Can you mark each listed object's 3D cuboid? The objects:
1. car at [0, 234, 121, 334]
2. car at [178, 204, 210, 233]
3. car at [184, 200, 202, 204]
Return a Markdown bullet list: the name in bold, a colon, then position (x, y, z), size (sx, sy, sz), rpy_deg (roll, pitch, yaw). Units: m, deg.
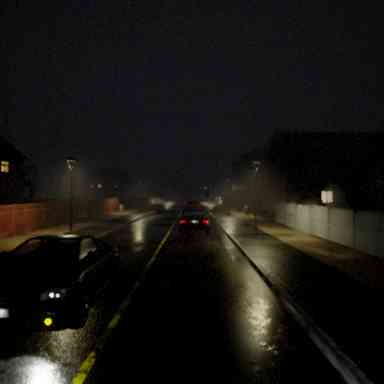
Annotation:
- **car**: position (-2.804, 1.603, 6.876), size (1.994, 1.385, 4.181), rpy_deg (0, 0, 1)
- **car**: position (0.125, 1.662, 20.333), size (2.033, 1.411, 5.357), rpy_deg (0, 0, 0)
- **car**: position (0.150, 1.694, 38.591), size (1.882, 1.535, 5.008), rpy_deg (0, 0, 0)
